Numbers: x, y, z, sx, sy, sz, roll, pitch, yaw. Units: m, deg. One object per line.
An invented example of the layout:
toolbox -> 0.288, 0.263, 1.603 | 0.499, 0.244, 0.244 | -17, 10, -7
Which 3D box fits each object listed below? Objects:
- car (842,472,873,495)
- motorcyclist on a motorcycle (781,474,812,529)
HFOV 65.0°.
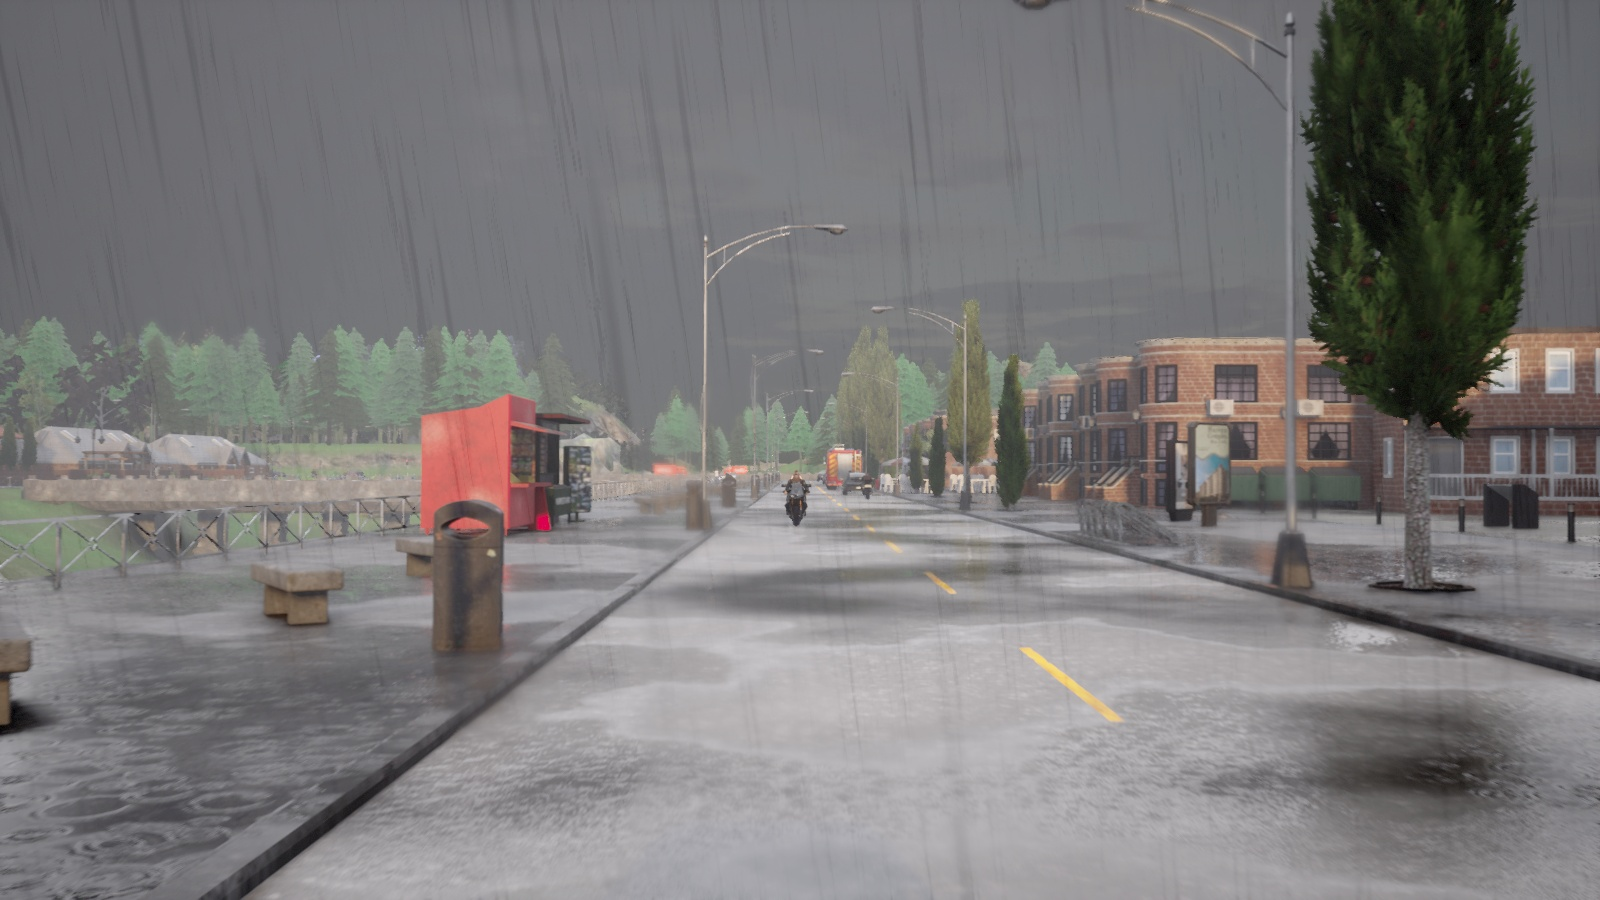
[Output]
car -> 3.783, 2.206, 83.703 | 1.837, 1.490, 4.892 | 0, -1, 0
motorcyclist on a motorcycle -> -0.094, 1.457, 36.248 | 0.866, 1.530, 2.191 | 0, -1, 0
